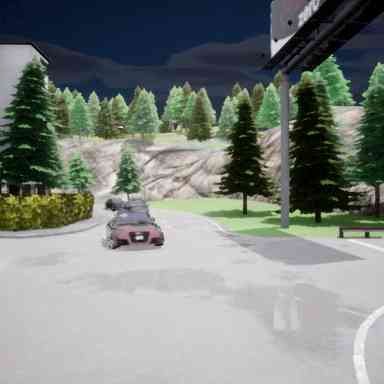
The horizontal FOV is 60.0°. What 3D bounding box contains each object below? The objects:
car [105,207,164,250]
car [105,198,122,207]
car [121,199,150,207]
[{"bbox_3d":[-2.621,1.549,14.373,1.994,1.385,4.181,0,0,-19],"label":"car"},{"bbox_3d":[-9.392,1.511,41.293,1.837,1.490,4.892,0,0,-30],"label":"car"},{"bbox_3d":[-4.773,1.496,28.841,2.128,1.511,4.902,0,0,-13],"label":"car"}]
